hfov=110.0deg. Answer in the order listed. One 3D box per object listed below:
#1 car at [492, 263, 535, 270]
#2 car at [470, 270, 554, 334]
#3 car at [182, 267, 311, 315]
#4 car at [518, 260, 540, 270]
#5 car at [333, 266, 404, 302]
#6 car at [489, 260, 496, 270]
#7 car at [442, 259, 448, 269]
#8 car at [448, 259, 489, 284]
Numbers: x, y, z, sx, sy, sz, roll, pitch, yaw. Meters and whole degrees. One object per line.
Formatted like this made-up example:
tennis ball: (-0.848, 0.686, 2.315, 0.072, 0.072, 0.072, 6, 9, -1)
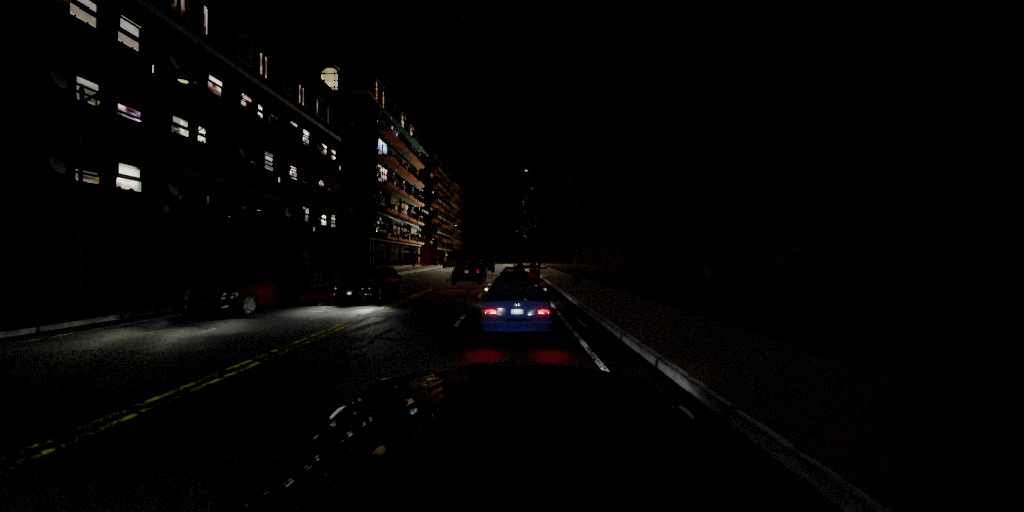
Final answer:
car: (0.118, 1.317, 20.904, 1.994, 1.385, 4.181, 0, 0, 1)
car: (0.112, 1.299, 10.570, 2.033, 1.411, 5.357, 0, 0, 0)
car: (-9.835, 1.229, 13.785, 1.882, 1.535, 5.008, 0, 0, 0)
car: (1.173, 1.104, 29.839, 2.097, 1.767, 4.553, 0, 0, 0)
car: (-6.583, 1.257, 16.935, 1.837, 1.490, 4.892, 0, 0, 0)
car: (-3.094, 1.244, 44.428, 2.128, 1.511, 4.902, 0, 0, 0)
car: (-9.766, 1.229, 56.845, 1.882, 1.535, 5.008, 0, 0, 0)
car: (-3.119, 1.106, 26.710, 2.097, 1.767, 4.553, 0, 0, 0)
